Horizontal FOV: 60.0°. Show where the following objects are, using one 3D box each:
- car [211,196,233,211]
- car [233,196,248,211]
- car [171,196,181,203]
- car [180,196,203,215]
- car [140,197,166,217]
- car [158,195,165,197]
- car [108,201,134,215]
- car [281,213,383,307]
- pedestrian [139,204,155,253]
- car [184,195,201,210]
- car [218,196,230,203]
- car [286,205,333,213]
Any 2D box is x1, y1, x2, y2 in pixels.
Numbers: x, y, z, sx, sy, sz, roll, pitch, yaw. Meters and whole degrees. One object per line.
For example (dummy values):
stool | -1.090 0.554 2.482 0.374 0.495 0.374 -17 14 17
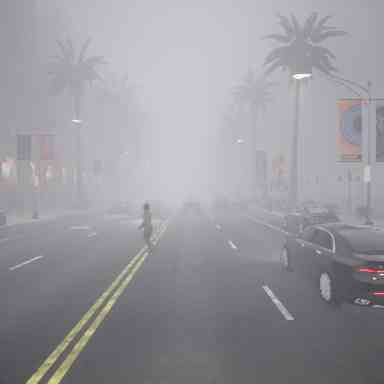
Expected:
car | 3.489 1.353 41.451 2.097 1.767 4.553 0 0 0
car | 6.470 1.354 47.979 2.185 1.767 4.553 0 0 0
car | -3.453 1.524 72.246 2.128 1.511 4.902 0 0 0
car | 0.007 1.505 34.311 1.837 1.490 4.892 0 0 0
car | -3.682 1.491 31.123 2.128 1.511 4.902 0 0 0
car | -6.930 1.489 75.191 1.837 1.490 4.892 0 0 0
car | -7.190 1.564 34.016 1.994 1.385 4.181 0 0 0
car | 3.561 1.506 7.982 1.837 1.490 4.892 0 0 0
pedestrian | -1.618 1.294 12.175 0.375 1.860 0.375 0 0 0
car | -0.014 1.352 44.309 2.097 1.767 4.553 0 0 -1
car | 6.719 1.513 69.909 2.161 1.482 4.786 0 0 0
car | 6.538 1.481 18.604 2.231 1.521 4.892 0 0 0
